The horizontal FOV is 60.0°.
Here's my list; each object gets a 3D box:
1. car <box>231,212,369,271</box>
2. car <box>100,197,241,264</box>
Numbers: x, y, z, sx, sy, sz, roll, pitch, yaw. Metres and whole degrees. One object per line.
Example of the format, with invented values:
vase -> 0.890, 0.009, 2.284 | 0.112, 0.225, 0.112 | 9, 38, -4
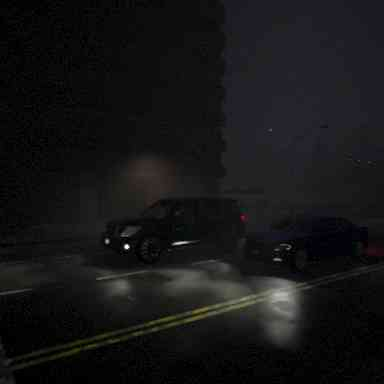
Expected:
car -> 3.868, 1.464, 11.025 | 5.008, 1.535, 1.882 | 0, 0, -35
car -> -0.469, 1.213, 12.248 | 5.566, 2.045, 2.150 | 0, 0, -36
